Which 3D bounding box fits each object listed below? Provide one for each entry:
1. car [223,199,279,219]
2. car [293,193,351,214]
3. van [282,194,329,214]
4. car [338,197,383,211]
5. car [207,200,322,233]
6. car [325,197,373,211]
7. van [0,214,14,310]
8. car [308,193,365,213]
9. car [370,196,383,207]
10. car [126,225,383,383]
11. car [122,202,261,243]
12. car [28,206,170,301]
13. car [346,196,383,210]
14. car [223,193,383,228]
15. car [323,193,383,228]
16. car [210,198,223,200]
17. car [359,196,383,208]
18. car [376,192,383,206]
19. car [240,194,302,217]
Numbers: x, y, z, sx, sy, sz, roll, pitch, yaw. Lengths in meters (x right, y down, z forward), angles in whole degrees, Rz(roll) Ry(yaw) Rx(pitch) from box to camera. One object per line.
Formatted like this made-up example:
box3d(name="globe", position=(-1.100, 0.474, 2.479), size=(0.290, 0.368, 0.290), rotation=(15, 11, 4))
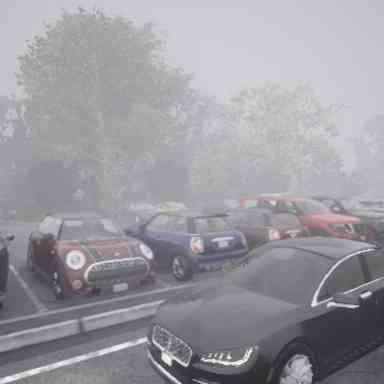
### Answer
box3d(name="car", position=(5.268, 1.480, 30.302), size=(2.163, 1.488, 4.792), rotation=(0, 0, -36))
box3d(name="car", position=(14.271, 1.186, 36.798), size=(2.435, 2.045, 5.566), rotation=(0, 0, -36))
box3d(name="van", position=(11.960, 1.215, 35.257), size=(1.878, 1.987, 4.442), rotation=(0, 0, -36))
box3d(name="car", position=(21.089, 1.437, 41.594), size=(2.163, 1.488, 4.792), rotation=(0, 0, -36))
box3d(name="car", position=(1.852, 1.339, 11.790), size=(2.185, 1.767, 4.553), rotation=(0, 0, -36))
box3d(name="car", position=(18.790, 1.448, 40.024), size=(2.163, 1.488, 4.792), rotation=(0, 0, -36))
box3d(name="van", position=(-4.944, 1.249, 6.834), size=(1.878, 1.987, 4.442), rotation=(0, 0, -36))
box3d(name="car", position=(16.564, 1.178, 38.365), size=(2.435, 2.045, 5.566), rotation=(0, 0, -36))
box3d(name="car", position=(27.853, 1.346, 46.451), size=(2.231, 1.521, 4.892), rotation=(-1, 0, -36))
box3d(name="car", position=(1.713, 1.499, 4.901), size=(4.892, 1.490, 1.837), rotation=(0, 0, -35))
box3d(name="car", position=(-0.430, 1.342, 10.161), size=(2.185, 1.767, 4.553), rotation=(0, 0, -36))
box3d(name="car", position=(-2.748, 1.346, 8.583), size=(2.185, 1.767, 4.553), rotation=(0, 0, -36))
box3d(name="car", position=(23.221, 1.385, 43.379), size=(1.946, 1.575, 5.366), rotation=(-1, 0, -35))
box3d(name="car", position=(4.131, 1.210, 13.421), size=(2.435, 2.045, 5.566), rotation=(0, 0, -36))
box3d(name="car", position=(6.413, 1.207, 15.049), size=(2.435, 2.045, 5.566), rotation=(0, 0, -36))
box3d(name="car", position=(2.973, 1.328, 28.737), size=(2.185, 1.767, 4.553), rotation=(0, 0, -36))
box3d(name="car", position=(25.592, 1.368, 44.837), size=(2.097, 1.535, 5.008), rotation=(-1, 0, -36))
box3d(name="car", position=(30.122, 1.069, 48.043), size=(2.435, 2.045, 5.566), rotation=(-1, 0, -36))
box3d(name="car", position=(7.494, 1.196, 31.961), size=(2.435, 2.045, 5.566), rotation=(0, 0, -36))
